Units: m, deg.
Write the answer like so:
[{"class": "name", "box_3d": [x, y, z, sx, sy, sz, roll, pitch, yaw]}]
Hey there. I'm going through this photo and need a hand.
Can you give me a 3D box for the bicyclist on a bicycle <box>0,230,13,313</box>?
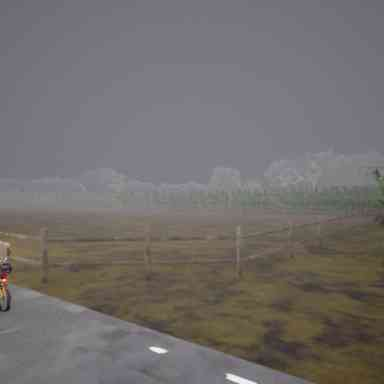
[{"class": "bicyclist on a bicycle", "box_3d": [-4.082, 1.571, 6.864, 1.509, 1.612, 0.866, -1, -2, 37]}]
